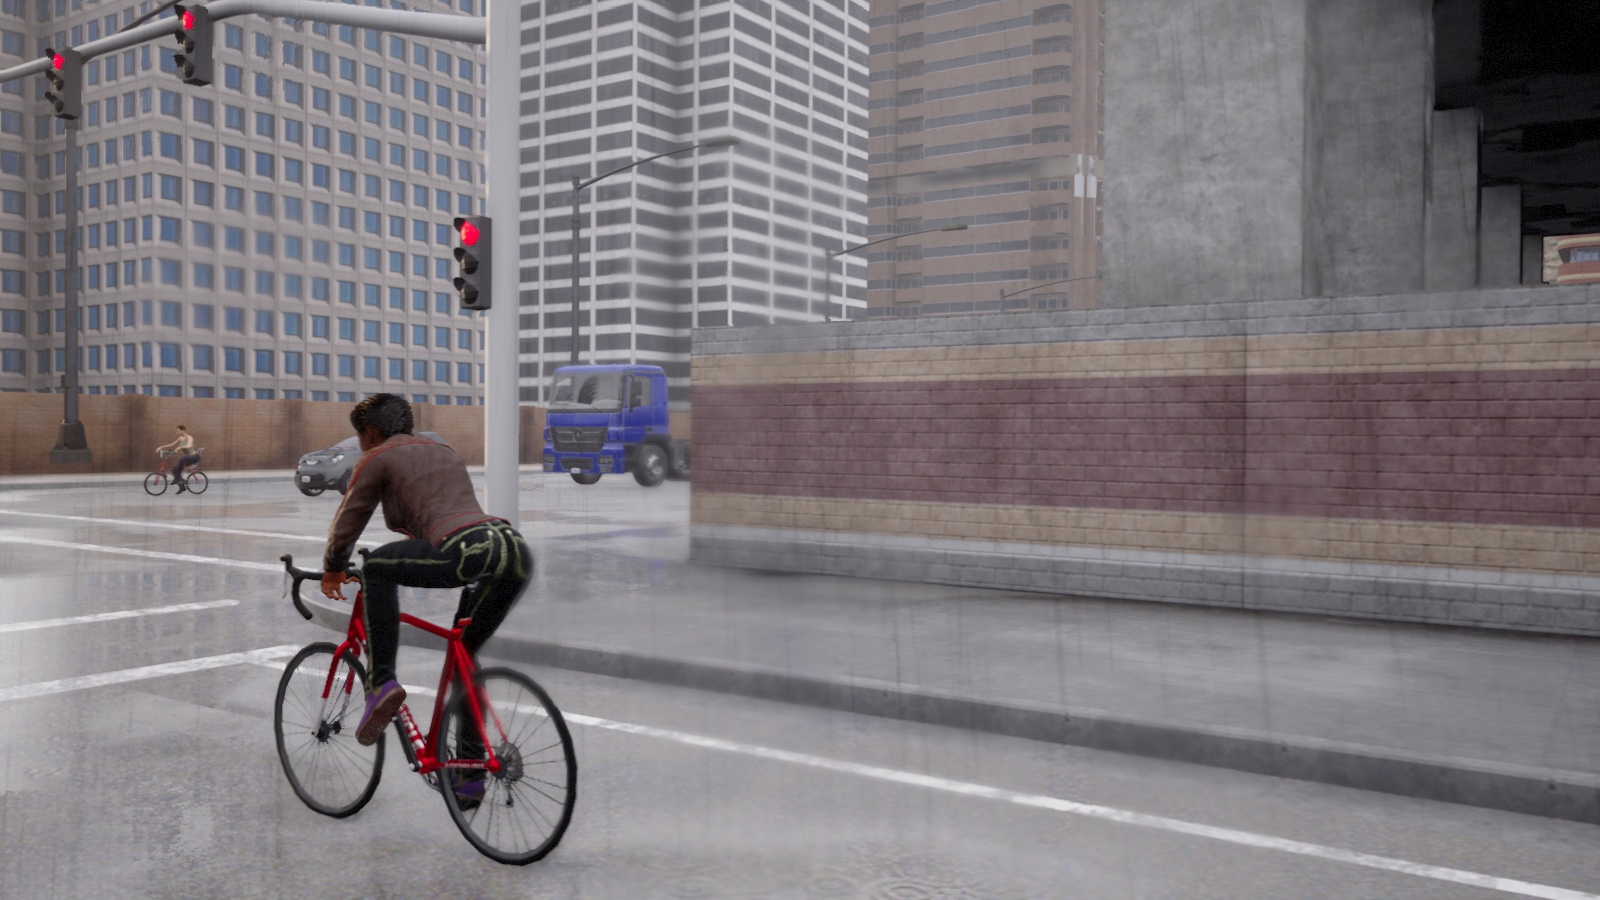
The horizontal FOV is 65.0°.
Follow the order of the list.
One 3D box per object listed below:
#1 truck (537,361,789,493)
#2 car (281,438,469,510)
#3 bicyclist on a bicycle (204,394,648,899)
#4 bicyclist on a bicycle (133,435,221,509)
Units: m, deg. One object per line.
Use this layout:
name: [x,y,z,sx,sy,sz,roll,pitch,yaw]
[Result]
truck: [-3.778,-0.671,36.981,2.891,3.462,7.936,0,1,34]
car: [-9.559,0.494,28.438,1.845,1.501,3.633,0,1,34]
bicyclist on a bicycle: [-1.390,0.642,4.546,1.656,1.620,0.582,-1,1,34]
bicyclist on a bicycle: [-13.962,0.468,28.176,0.866,1.612,1.509,0,1,34]
